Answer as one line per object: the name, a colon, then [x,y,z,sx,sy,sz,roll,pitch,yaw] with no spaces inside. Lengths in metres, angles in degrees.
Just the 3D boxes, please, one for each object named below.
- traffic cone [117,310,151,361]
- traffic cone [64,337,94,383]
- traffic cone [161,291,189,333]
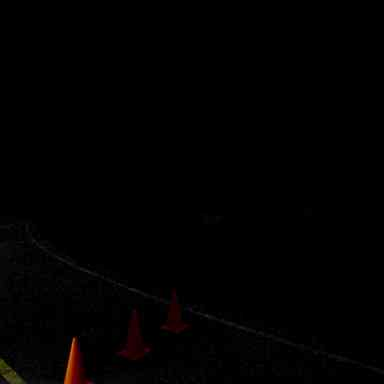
traffic cone: [-0.800,1.938,4.613,0.340,0.580,0.340,1,1,31]
traffic cone: [-1.318,1.945,3.762,0.340,0.580,0.340,1,1,31]
traffic cone: [-0.281,1.931,5.464,0.340,0.580,0.340,1,1,31]
